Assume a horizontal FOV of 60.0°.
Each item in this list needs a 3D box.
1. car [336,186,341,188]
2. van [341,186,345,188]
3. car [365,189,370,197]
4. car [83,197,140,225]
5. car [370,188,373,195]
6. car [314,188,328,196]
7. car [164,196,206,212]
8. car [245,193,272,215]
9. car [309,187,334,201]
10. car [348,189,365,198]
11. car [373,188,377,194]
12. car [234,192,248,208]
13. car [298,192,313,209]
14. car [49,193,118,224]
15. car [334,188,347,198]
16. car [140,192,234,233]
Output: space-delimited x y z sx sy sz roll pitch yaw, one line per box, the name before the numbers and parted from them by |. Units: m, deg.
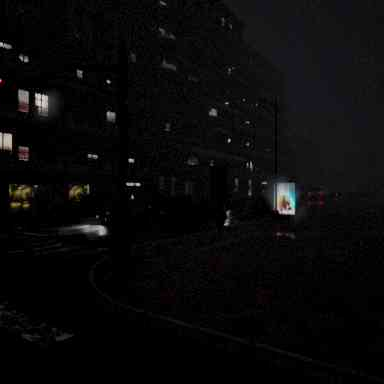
car | 34.467 -0.240 81.456 1.967 1.590 4.097 2 2 35
van | 37.654 -0.447 85.992 1.690 1.788 3.998 2 2 35
car | 31.809 0.097 63.084 1.967 1.590 4.097 1 2 35
car | -4.507 1.252 21.456 1.994 1.385 4.181 0 1 35
car | 34.995 0.095 67.627 1.887 1.381 4.507 1 2 35
car | 28.094 -0.025 72.377 1.967 1.590 4.097 2 2 35
car | -0.584 1.069 31.529 1.802 1.307 4.206 2 2 35
car | 6.311 1.069 26.766 1.947 1.339 4.313 1 2 35
car | 18.906 0.232 49.245 2.150 2.045 5.566 0 1 35
car | 28.621 0.308 58.547 1.887 1.381 4.507 1 2 35
car | 38.183 -0.012 72.167 1.887 1.381 4.507 1 2 35
car | 3.566 0.778 32.950 2.097 1.767 4.553 0 1 35
car | 9.498 0.964 31.307 1.947 1.339 4.313 1 2 35
car | -6.955 1.009 22.444 2.192 1.841 5.009 1 2 35
car | 25.090 0.405 58.053 1.895 1.301 4.718 0 1 35
car | -0.062 1.025 17.680 2.192 1.841 5.009 1 2 35
